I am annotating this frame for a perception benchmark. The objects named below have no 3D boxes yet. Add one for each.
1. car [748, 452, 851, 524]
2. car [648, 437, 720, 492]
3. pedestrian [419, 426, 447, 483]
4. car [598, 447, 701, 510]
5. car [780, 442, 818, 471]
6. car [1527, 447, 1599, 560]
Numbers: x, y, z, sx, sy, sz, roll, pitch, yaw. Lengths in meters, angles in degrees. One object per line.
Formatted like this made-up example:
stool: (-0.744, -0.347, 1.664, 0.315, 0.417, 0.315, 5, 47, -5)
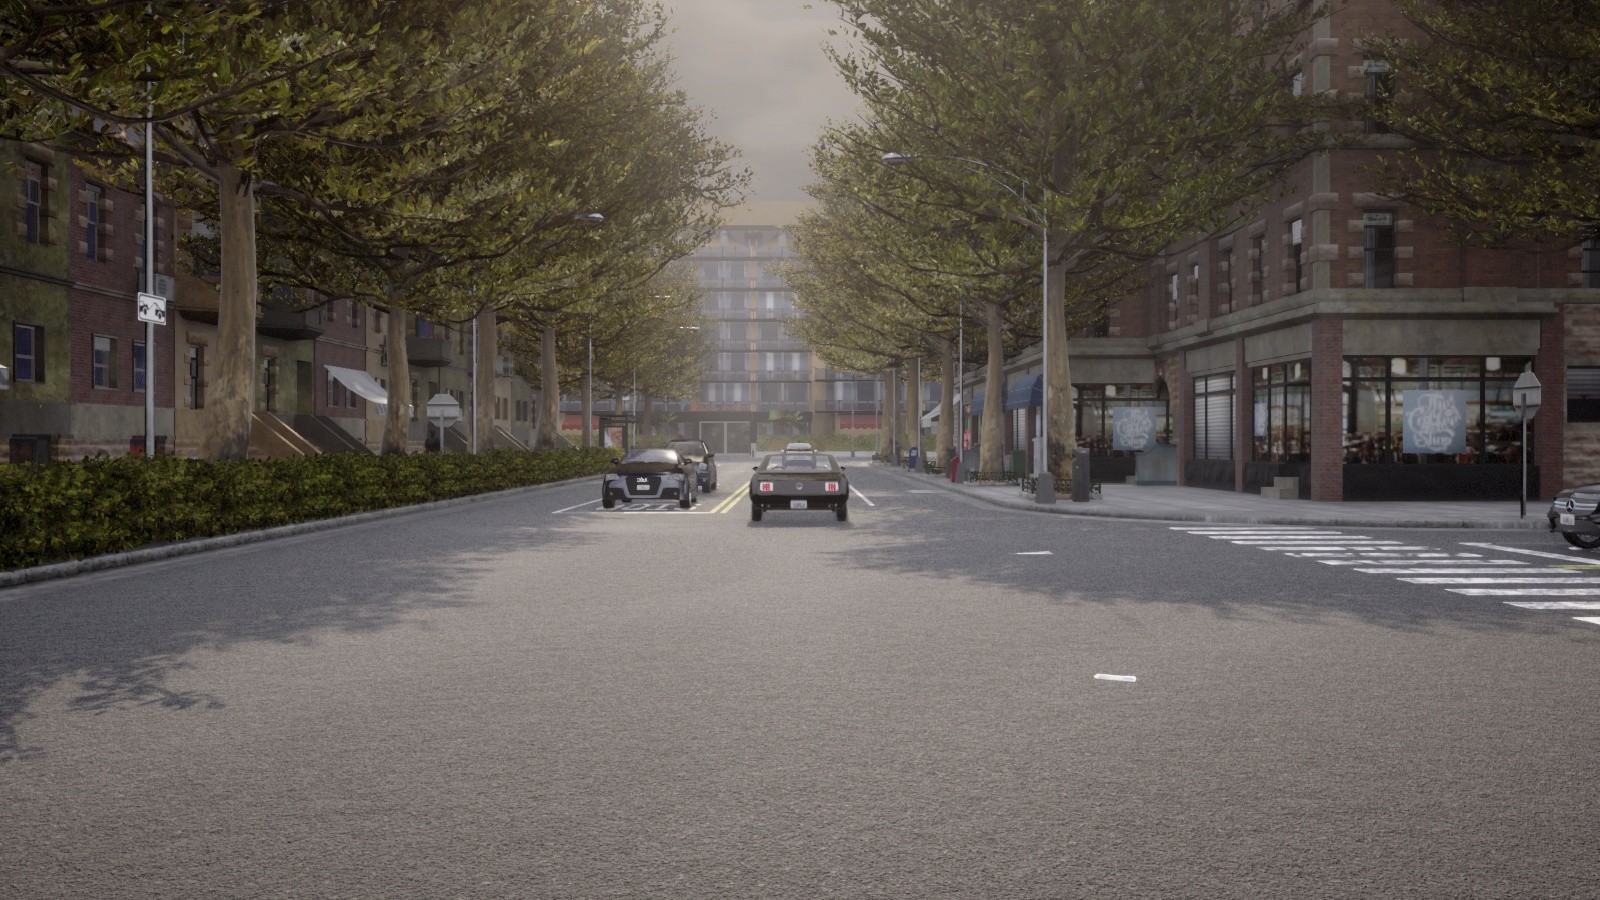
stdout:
car: (-0.018, 0.703, 25.527, 1.895, 1.301, 4.718, 0, 0, 0)
car: (-3.528, 0.422, 38.868, 1.851, 1.617, 3.988, 0, 0, 0)
pedestrian: (-12.311, 0.155, 42.141, 0.563, 1.883, 0.849, 0, 0, 9)
car: (-3.518, 0.638, 30.072, 1.994, 1.385, 4.181, 0, 0, 0)
car: (-0.049, 0.314, 67.182, 2.007, 1.525, 4.514, 0, 0, 0)
car: (12.593, 0.687, 16.822, 4.674, 1.442, 1.812, 0, 0, -1)
